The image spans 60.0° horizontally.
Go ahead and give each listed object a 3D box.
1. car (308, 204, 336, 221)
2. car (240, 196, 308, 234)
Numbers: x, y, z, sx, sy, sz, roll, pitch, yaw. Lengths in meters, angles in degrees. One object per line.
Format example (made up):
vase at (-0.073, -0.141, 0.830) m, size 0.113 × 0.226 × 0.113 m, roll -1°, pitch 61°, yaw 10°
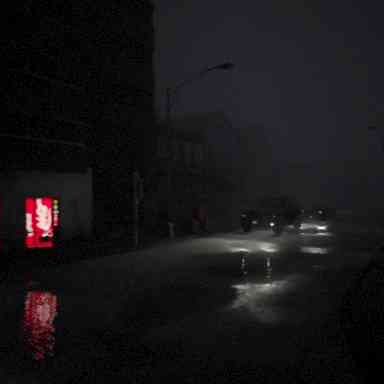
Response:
car at (10.754, 1.675, 28.276) m, size 1.895 × 1.301 × 4.718 m, roll -1°, pitch 0°, yaw 36°
car at (4.983, 1.296, 20.234) m, size 2.150 × 2.045 × 5.566 m, roll -1°, pitch 0°, yaw 36°
